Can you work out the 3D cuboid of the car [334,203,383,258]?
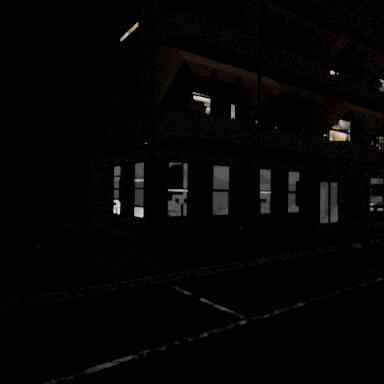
[{"bbox_3d":[7.072,1.318,11.583,5.009,1.841,2.192,0,1,-35],"label":"car"}]
